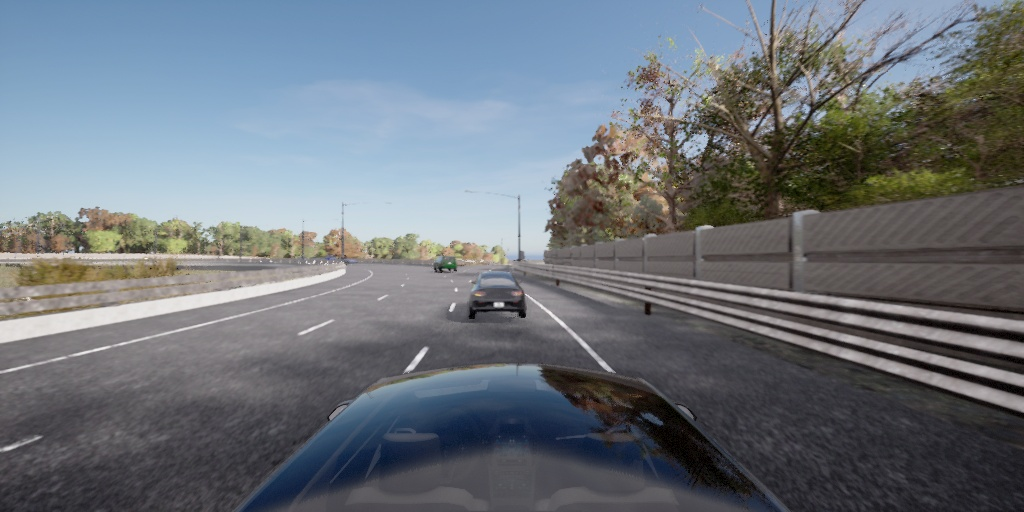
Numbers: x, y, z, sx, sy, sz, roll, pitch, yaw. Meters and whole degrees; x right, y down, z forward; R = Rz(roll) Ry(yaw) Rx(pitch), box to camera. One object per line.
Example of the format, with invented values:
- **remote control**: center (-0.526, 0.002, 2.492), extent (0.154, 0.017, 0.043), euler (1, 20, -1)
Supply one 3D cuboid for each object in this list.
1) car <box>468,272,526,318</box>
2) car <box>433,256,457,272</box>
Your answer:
- **car**: center (-0.593, 1.281, 12.934), extent (1.812, 1.442, 4.674), euler (0, 0, -5)
- **car**: center (-8.582, 0.993, 45.908), extent (2.150, 2.045, 5.566), euler (0, 0, -22)
